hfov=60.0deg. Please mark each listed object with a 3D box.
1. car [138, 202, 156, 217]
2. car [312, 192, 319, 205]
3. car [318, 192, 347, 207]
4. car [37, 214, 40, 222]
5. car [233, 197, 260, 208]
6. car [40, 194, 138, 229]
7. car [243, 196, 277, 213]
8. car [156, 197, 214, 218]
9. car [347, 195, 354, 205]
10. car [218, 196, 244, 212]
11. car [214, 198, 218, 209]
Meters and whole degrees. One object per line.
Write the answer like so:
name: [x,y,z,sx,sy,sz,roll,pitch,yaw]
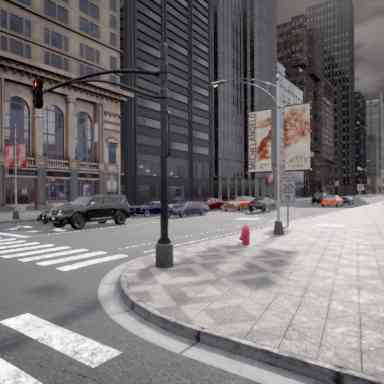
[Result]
car: [-3.738,1.565,30.991,1.895,1.301,4.718,-1,0,35]
car: [21.401,1.072,54.736,2.150,2.045,5.566,-1,-1,36]
car: [19.974,1.188,47.129,2.097,1.767,4.553,-1,0,36]
car: [-8.816,1.550,23.862,1.994,1.385,4.181,-1,0,36]
car: [7.760,1.445,47.050,1.812,1.442,4.674,-1,0,36]
car: [-6.461,1.186,21.572,2.150,2.045,5.566,-1,0,35]
car: [7.686,1.392,35.482,1.837,1.490,4.892,0,-1,36]
car: [-0.510,1.485,29.919,2.033,1.411,5.357,-1,0,35]
car: [25.364,1.331,54.690,1.837,1.490,4.892,-1,0,36]
car: [5.412,1.265,38.188,2.097,1.767,4.553,-1,0,36]
car: [1.983,1.418,39.007,1.882,1.535,5.008,-1,0,36]
